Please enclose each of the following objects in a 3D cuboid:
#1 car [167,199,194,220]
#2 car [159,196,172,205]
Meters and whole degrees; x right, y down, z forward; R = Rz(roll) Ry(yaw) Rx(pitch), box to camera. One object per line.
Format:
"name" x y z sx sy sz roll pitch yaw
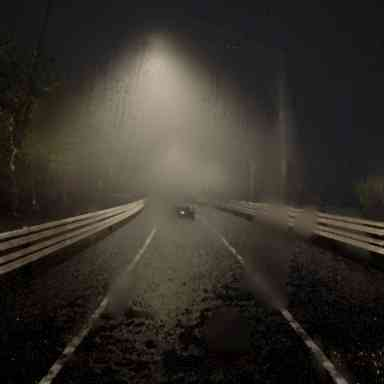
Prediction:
"car" -0.911 1.567 28.122 1.994 1.385 4.181 0 0 -5
"car" -4.687 1.475 59.886 1.837 1.490 4.892 0 0 -10
